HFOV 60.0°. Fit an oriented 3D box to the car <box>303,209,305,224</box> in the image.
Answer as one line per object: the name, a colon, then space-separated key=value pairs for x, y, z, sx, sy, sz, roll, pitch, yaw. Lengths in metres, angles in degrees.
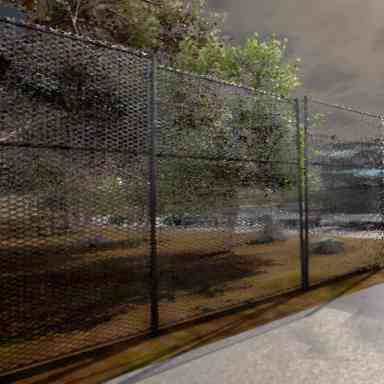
car: x=17.877 y=3.815 z=48.894 sx=2.185 sy=1.767 sz=4.553 roll=0 pitch=1 yaw=36

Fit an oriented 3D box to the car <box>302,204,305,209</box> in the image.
car: x=26.897 y=4.428 z=81.224 sx=5.008 sy=1.535 sz=2.097 roll=1 pitch=1 yaw=36
